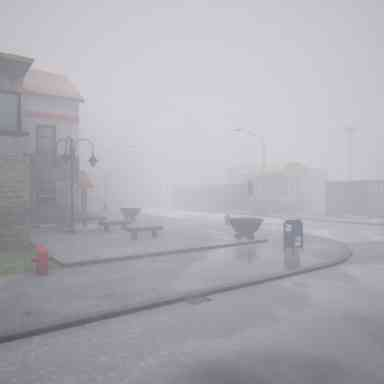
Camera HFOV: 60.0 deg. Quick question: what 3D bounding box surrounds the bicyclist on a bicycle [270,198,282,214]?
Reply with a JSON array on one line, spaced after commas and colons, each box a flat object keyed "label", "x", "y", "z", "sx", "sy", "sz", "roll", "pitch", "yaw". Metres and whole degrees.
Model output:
[{"label": "bicyclist on a bicycle", "x": 8.091, "y": 1.349, "z": 32.036, "sx": 1.656, "sy": 1.620, "sz": 0.582, "roll": 0, "pitch": 0, "yaw": -35}]
